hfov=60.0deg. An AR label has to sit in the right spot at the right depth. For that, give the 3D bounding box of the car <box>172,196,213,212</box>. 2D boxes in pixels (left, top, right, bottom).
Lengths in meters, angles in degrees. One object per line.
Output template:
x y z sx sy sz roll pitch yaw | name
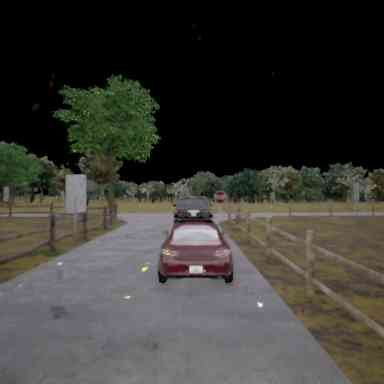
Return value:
0.036 1.233 19.586 2.150 2.045 5.566 0 0 -1 | car

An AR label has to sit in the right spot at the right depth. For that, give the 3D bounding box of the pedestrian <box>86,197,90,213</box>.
-12.139 1.446 38.166 0.375 1.860 0.375 0 -2 0 | pedestrian

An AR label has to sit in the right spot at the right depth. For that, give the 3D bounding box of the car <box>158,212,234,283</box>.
0.090 1.518 9.468 1.812 1.442 4.674 0 0 0 | car
